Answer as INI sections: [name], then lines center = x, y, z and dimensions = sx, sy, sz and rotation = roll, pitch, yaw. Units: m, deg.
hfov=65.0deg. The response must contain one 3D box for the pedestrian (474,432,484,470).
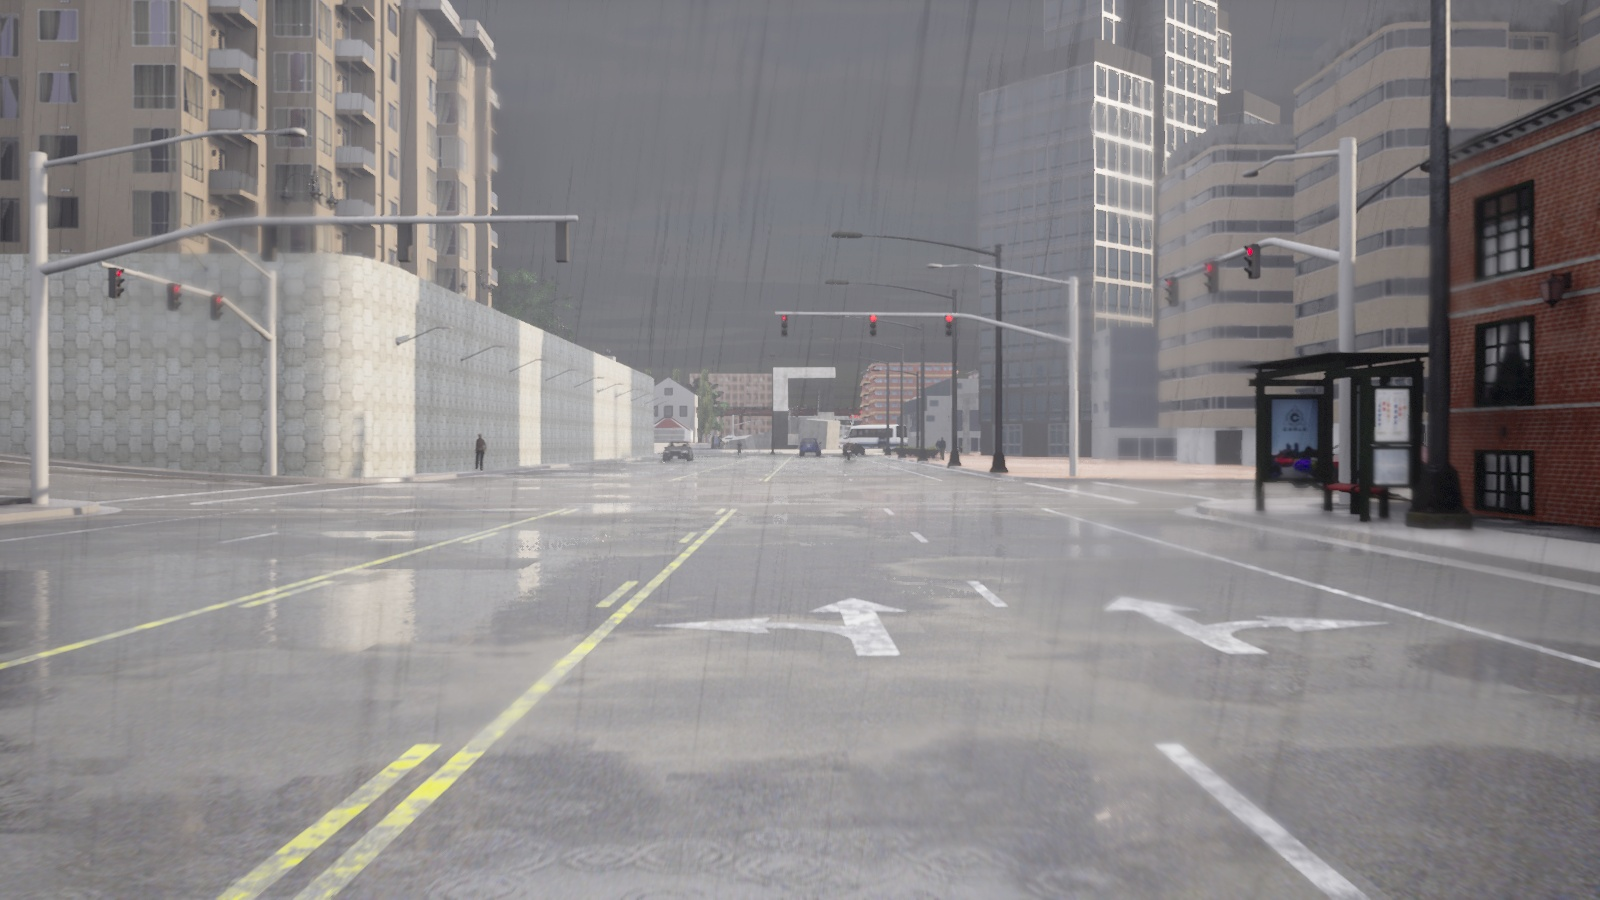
[pedestrian]
center = -15.408, 0.050, 60.251
dimensions = 0.331, 1.846, 0.634
rotation = 0, 0, 1

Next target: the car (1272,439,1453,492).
[car]
center = 17.827, 0.466, 39.957
dimensions = 4.856, 1.649, 2.033
rotation = 0, 0, 0
